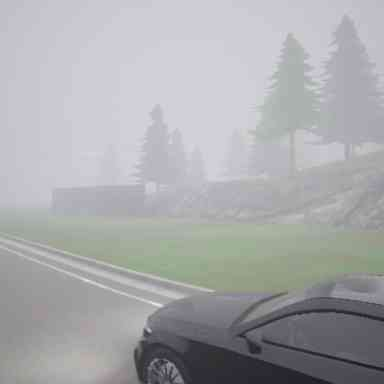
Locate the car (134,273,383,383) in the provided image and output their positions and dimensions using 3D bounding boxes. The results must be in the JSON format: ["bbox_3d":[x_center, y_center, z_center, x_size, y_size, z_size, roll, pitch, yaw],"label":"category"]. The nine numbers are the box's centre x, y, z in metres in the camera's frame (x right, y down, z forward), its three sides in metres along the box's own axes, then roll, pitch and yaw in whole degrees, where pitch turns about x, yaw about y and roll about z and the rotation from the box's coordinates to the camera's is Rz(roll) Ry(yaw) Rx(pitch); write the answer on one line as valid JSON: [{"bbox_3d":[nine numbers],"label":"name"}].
[{"bbox_3d":[1.507,1.536,3.081,4.674,1.442,1.812,-1,-1,38],"label":"car"}]
